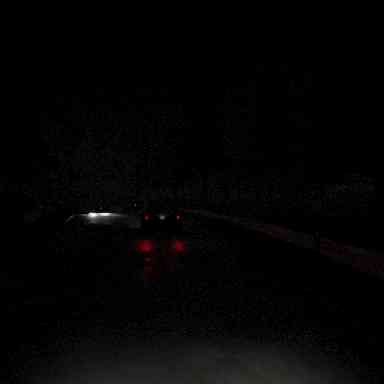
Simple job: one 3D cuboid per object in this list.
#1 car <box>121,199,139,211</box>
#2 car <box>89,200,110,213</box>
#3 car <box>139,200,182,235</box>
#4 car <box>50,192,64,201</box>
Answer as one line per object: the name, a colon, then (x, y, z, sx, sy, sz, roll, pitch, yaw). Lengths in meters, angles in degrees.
car: (-7.094, 1.476, 38.810, 2.033, 1.411, 5.357, 0, 0, -20)
car: (-9.926, 1.504, 35.622, 1.994, 1.385, 4.181, 0, 0, -19)
car: (-1.818, 1.313, 18.864, 2.097, 1.767, 4.553, 0, 0, -9)
car: (-29.736, 0.959, 73.037, 2.150, 2.045, 5.566, 0, 0, -32)
